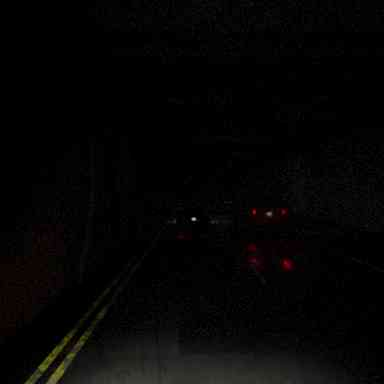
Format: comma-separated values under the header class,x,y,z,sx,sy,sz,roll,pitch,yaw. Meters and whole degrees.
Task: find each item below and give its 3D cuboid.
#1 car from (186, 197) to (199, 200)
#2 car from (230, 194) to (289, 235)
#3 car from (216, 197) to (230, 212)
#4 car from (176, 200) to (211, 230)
class,x,y,z,sx,sy,sz,roll,pitch,yaw
car,0.087,1.273,36.305,1.812,1.442,4.674,0,0,0
car,3.600,1.095,18.137,2.150,2.045,5.566,0,0,0
car,3.601,1.247,35.196,2.128,1.511,4.902,0,0,0
car,0.100,1.425,19.886,1.994,1.385,4.181,0,0,0
